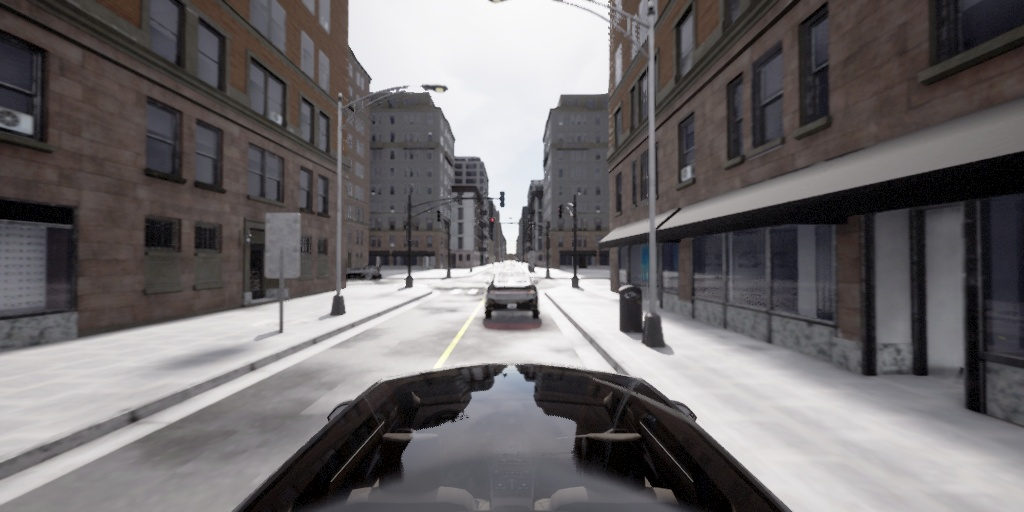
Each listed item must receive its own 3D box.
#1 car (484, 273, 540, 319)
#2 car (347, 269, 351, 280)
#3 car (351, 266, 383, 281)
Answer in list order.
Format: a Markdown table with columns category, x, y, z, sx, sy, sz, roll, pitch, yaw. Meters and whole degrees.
| category | x | y | z | sx | sy | sz | roll | pitch | yaw |
| --- | --- | --- | --- | --- | --- | --- | --- | --- | --- |
| car | 0.002 | 1.361 | 13.474 | 2.128 | 1.511 | 4.902 | 0 | -1 | 0 |
| car | -14.768 | 1.541 | 26.612 | 4.313 | 1.339 | 1.948 | 0 | 0 | 0 |
| car | -14.763 | 1.662 | 34.638 | 4.313 | 1.339 | 1.948 | 0 | 0 | 0 |
